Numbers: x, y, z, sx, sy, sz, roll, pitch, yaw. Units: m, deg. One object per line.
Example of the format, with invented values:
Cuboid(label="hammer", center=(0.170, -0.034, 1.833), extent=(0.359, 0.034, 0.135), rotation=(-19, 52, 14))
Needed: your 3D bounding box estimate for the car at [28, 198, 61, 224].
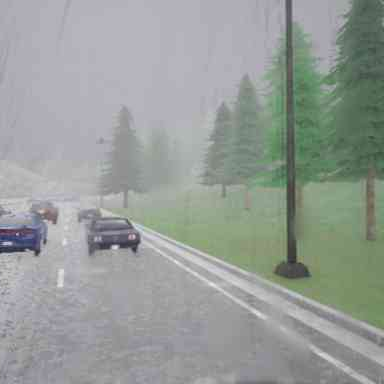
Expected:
Cuboid(label="car", center=(-12.042, 1.604, 27.025), extent=(2.097, 1.767, 4.553), rotation=(-1, 0, -20))

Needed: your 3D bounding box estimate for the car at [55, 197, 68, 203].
Cuboid(label="car", center=(-34.792, 2.174, 88.619), extent=(2.033, 1.411, 5.357), rotation=(-1, 0, -20))

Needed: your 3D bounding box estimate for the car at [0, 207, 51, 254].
Cuboid(label="car", center=(-7.127, 1.615, 13.715), extent=(1.882, 1.535, 5.008), rotation=(-1, 0, -20))

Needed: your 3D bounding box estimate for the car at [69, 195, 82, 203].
Cuboid(label="car", center=(-31.523, 1.830, 89.861), extent=(2.150, 2.045, 5.566), rotation=(-1, 0, -20))

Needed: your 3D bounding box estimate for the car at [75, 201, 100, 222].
Cuboid(label="car", center=(-8.916, 1.753, 28.682), extent=(1.812, 1.442, 4.674), rotation=(-1, 0, -20))

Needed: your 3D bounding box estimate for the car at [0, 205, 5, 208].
Cuboid(label="car", center=(-15.351, 1.775, 25.887), extent=(2.128, 1.511, 4.902), rotation=(-1, 0, -20))

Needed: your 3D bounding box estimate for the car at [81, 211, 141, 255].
Cuboid(label="car", center=(-3.512, 1.702, 13.994), extent=(1.895, 1.301, 4.718), rotation=(-1, 0, -20))
